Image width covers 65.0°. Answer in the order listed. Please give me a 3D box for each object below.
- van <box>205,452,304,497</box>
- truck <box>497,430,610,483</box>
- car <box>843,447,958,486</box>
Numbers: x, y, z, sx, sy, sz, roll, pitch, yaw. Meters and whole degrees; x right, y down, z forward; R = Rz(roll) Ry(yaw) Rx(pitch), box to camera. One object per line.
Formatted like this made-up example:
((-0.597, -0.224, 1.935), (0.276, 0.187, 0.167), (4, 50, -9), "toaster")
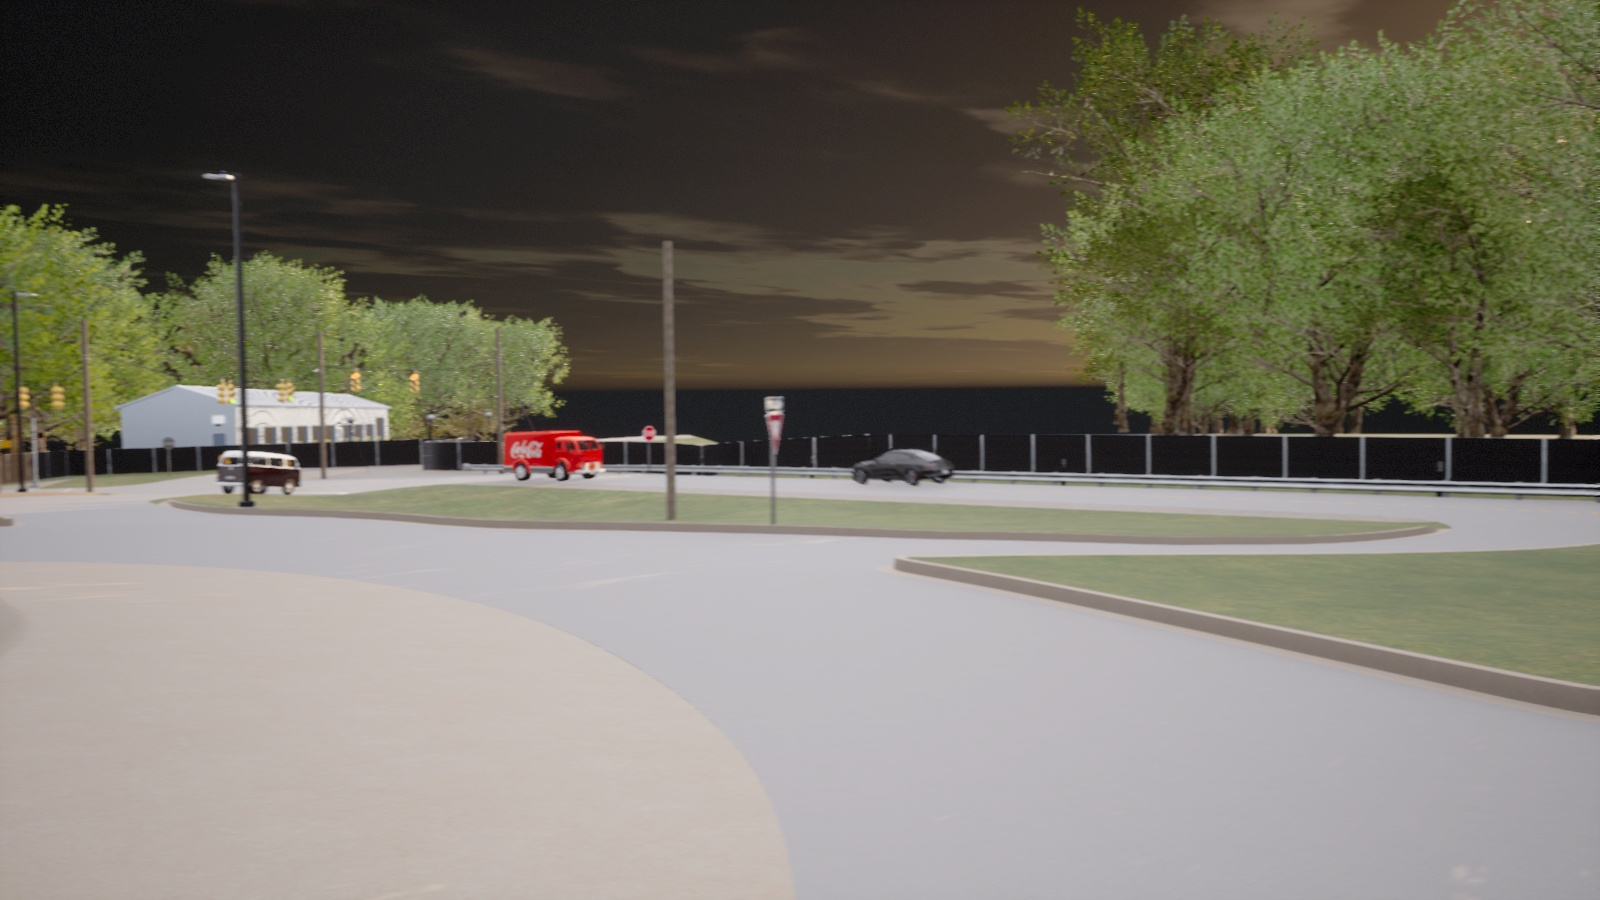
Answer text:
((-26.163, 1.213, 60.392), (2.069, 2.038, 4.480), (0, -3, 13), "van")
((-12.405, 0.312, 63.135), (5.204, 2.467, 2.627), (0, 2, 36), "truck")
((4.068, 0.654, 51.420), (1.812, 1.442, 4.674), (-4, 2, -43), "car")
